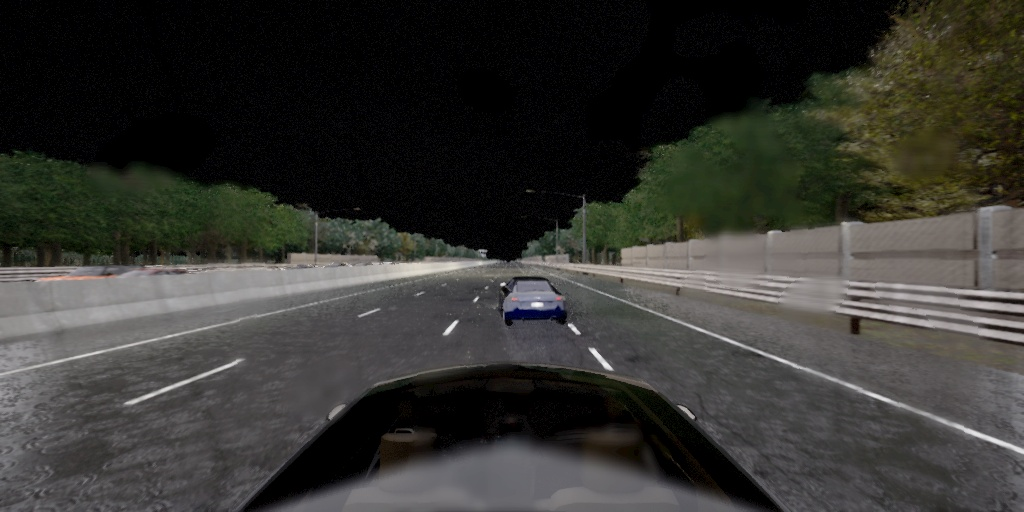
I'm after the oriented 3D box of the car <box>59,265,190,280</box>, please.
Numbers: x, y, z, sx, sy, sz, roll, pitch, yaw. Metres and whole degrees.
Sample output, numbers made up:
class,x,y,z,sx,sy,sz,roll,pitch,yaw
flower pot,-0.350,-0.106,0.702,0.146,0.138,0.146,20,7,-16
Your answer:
class,x,y,z,sx,sy,sz,roll,pitch,yaw
car,-17.540,1.351,17.237,1.882,1.535,5.008,0,-1,1

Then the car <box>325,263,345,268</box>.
class,x,y,z,sx,sy,sz,roll,pitch,yaw
car,-24.549,1.736,50.316,1.837,1.490,4.892,0,-1,1

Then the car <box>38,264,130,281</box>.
class,x,y,z,sx,sy,sz,roll,pitch,yaw
car,-21.031,1.234,18.285,2.097,1.767,4.553,0,0,0

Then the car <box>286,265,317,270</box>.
class,x,y,z,sx,sy,sz,roll,pitch,yaw
car,-28.058,1.803,48.046,1.895,1.301,4.718,0,-1,0

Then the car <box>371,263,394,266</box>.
class,x,y,z,sx,sy,sz,roll,pitch,yaw
car,-17.554,1.757,50.332,1.812,1.442,4.674,0,-1,0

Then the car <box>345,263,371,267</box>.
class,x,y,z,sx,sy,sz,roll,pitch,yaw
car,-21.051,1.736,50.386,1.837,1.490,4.892,0,-1,0

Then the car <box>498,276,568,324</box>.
class,x,y,z,sx,sy,sz,roll,pitch,yaw
car,0.578,1.390,12.352,1.994,1.385,4.181,0,0,-4
